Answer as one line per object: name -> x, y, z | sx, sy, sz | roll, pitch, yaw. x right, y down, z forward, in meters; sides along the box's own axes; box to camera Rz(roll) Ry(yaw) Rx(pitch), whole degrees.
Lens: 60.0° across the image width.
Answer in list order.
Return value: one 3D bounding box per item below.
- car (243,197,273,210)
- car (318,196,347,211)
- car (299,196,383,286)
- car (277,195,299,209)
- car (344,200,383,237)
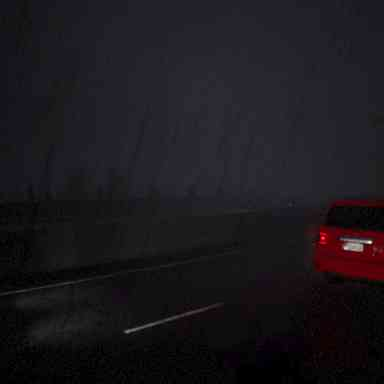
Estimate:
car -> 7.246, 1.238, 36.290 | 1.994, 1.385, 4.181 | 0, 1, 36
car -> 14.739, 1.154, 34.820 | 1.994, 1.385, 4.181 | 0, 0, 34
car -> 5.163, 1.106, 8.091 | 5.566, 2.045, 2.150 | -1, 1, -40
car -> 10.539, 1.148, 34.883 | 1.837, 1.490, 4.892 | 0, 1, 35
car -> 9.815, 1.271, 17.358 | 1.837, 1.490, 4.892 | 0, 1, 44
